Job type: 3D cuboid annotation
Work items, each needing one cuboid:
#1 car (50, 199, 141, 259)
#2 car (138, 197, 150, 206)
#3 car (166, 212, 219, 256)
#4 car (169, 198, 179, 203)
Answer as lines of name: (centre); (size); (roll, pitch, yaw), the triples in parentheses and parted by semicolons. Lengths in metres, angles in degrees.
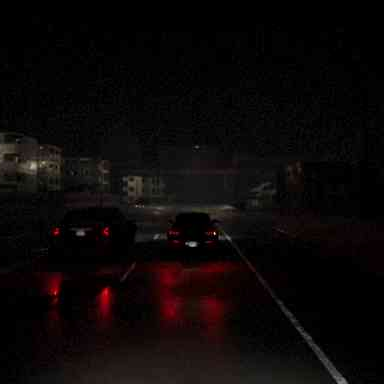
car: (-3.461, 1.311, 12.521); (2.097, 1.767, 4.553); (0, 0, 1)
car: (-11.707, 2.173, 78.583); (2.150, 2.045, 5.566); (0, -1, 11)
car: (0.042, 1.485, 12.872); (1.812, 1.442, 4.674); (0, 0, 1)
car: (-5.218, 2.441, 92.885); (1.882, 1.535, 5.008); (-1, -1, 36)
